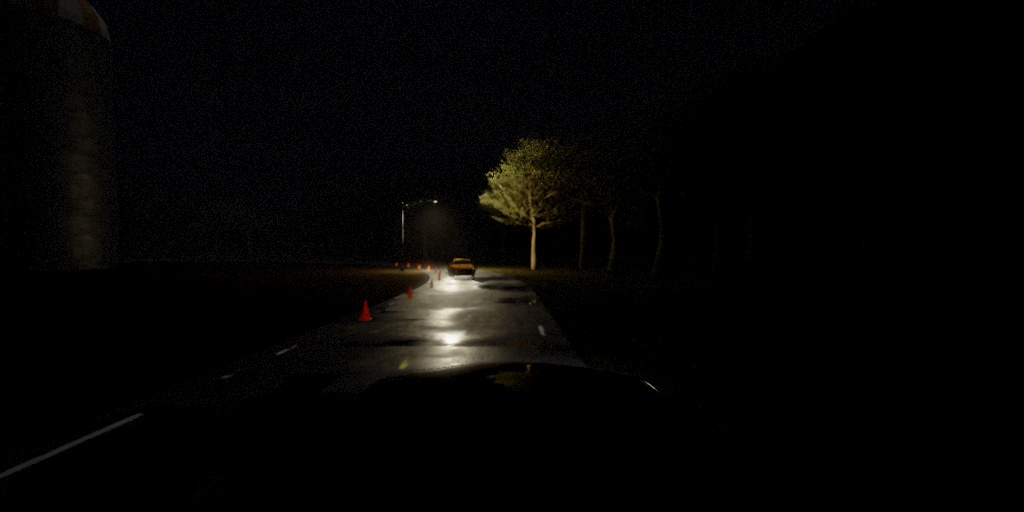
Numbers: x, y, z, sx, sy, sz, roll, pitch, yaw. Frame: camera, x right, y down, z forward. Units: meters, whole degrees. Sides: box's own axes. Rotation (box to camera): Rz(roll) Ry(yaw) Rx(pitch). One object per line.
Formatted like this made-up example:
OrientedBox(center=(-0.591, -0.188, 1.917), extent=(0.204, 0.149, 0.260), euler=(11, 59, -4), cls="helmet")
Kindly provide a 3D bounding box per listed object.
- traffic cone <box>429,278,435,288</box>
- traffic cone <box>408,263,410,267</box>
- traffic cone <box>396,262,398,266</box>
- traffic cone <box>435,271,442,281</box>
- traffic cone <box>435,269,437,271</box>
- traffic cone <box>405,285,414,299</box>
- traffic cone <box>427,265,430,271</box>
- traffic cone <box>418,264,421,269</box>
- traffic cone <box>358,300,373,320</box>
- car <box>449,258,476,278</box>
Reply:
OrientedBox(center=(-4.655, 1.554, 20.839), extent=(0.340, 0.580, 0.340), euler=(0, 0, -3), cls="traffic cone")
OrientedBox(center=(-13.732, 1.189, 47.697), extent=(0.340, 0.580, 0.340), euler=(0, 0, -34), cls="traffic cone")
OrientedBox(center=(-16.568, 1.130, 51.545), extent=(0.340, 0.580, 0.340), euler=(0, 0, -39), cls="traffic cone")
OrientedBox(center=(-5.155, 1.508, 25.592), extent=(0.340, 0.580, 0.340), euler=(0, 0, -9), cls="traffic cone")
OrientedBox(center=(-6.074, 1.453, 30.283), extent=(0.340, 0.580, 0.340), euler=(0, 0, -14), cls="traffic cone")
OrientedBox(center=(-4.531, 1.596, 15.960), extent=(0.340, 0.580, 0.340), euler=(0, 0, -1), cls="traffic cone")
OrientedBox(center=(-9.131, 1.324, 39.329), extent=(0.340, 0.580, 0.340), euler=(0, 0, -24), cls="traffic cone")
OrientedBox(center=(-11.246, 1.253, 43.615), extent=(0.340, 0.580, 0.340), euler=(0, 0, -29), cls="traffic cone")
OrientedBox(center=(-4.467, 1.639, 10.960), extent=(0.340, 0.580, 0.340), euler=(0, 0, -1), cls="traffic cone")
OrientedBox(center=(-4.229, 0.968, 30.127), extent=(1.882, 1.535, 5.008), euler=(0, 1, -14), cls="car")
